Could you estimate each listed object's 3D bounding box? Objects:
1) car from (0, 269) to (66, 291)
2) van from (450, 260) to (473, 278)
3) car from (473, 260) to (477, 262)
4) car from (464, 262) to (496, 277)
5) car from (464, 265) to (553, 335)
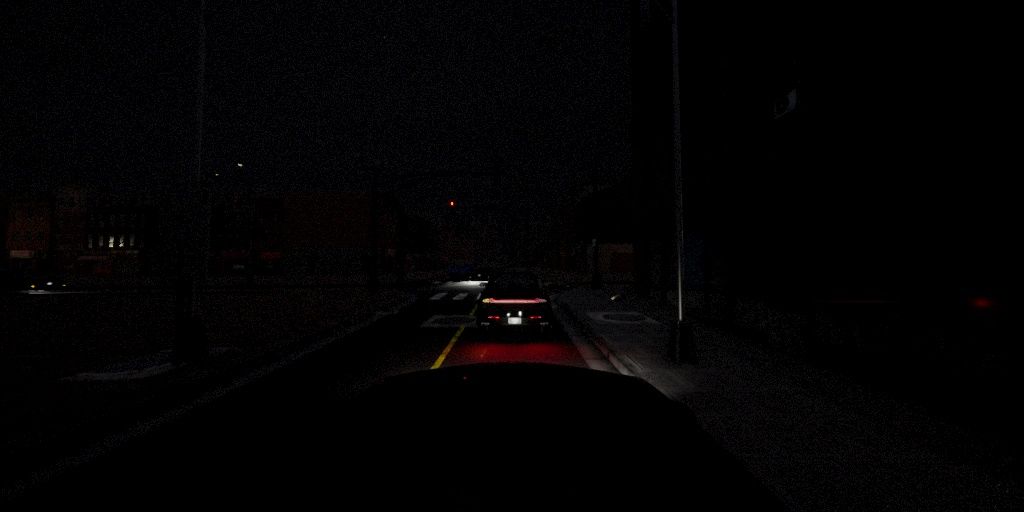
[{"bbox_3d":[-29.379,1.464,21.251,4.181,1.385,1.994,0,-3,0],"label":"car"},{"bbox_3d":[-5.328,1.327,36.729,1.690,1.789,3.998,0,0,0],"label":"van"},{"bbox_3d":[-5.327,1.450,45.033,2.192,1.841,5.009,0,0,0],"label":"car"},{"bbox_3d":[-2.694,1.457,31.375,1.994,1.385,4.181,0,-1,0],"label":"car"},{"bbox_3d":[0.065,1.204,10.387,2.128,1.511,4.902,0,1,0],"label":"car"}]
